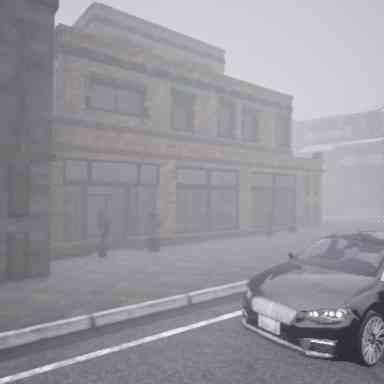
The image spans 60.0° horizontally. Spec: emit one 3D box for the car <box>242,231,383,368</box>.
[{"bbox_3d":[3.011,1.499,5.853,4.902,1.511,2.128,0,0,-36],"label":"car"}]
